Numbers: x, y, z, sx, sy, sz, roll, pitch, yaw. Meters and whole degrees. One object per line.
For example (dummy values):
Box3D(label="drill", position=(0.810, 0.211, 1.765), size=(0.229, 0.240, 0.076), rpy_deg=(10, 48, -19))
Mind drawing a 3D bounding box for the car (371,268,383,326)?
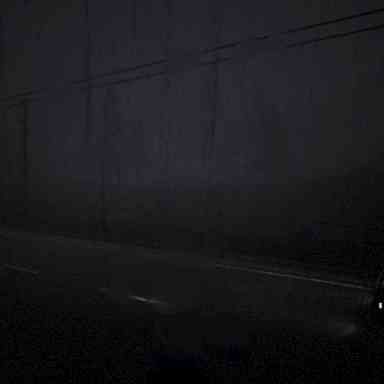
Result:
Box3D(label="car", position=(5.058, 1.337, 4.538), size=(4.553, 1.767, 2.097), rpy_deg=(1, 1, 37))
